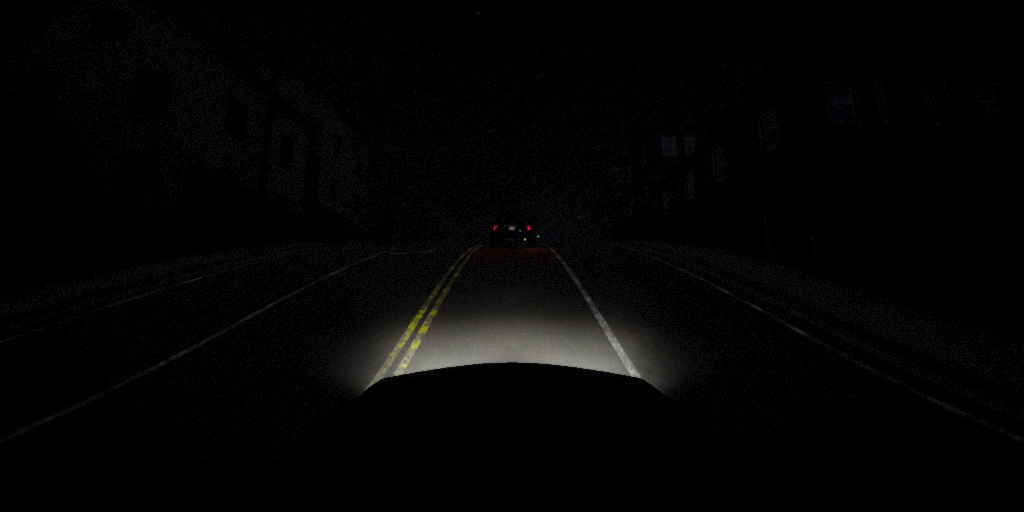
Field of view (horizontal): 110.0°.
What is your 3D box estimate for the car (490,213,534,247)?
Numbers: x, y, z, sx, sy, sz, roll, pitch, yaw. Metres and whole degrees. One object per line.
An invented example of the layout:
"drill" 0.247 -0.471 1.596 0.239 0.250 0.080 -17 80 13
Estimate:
"car" 0.016 -1.408 18.597 2.097 1.767 4.553 0 4 1
